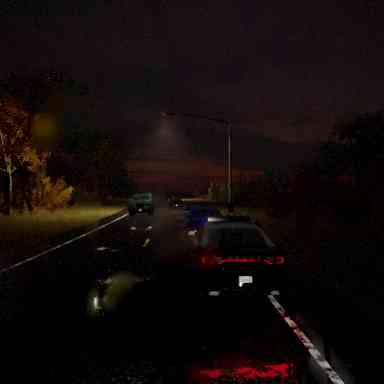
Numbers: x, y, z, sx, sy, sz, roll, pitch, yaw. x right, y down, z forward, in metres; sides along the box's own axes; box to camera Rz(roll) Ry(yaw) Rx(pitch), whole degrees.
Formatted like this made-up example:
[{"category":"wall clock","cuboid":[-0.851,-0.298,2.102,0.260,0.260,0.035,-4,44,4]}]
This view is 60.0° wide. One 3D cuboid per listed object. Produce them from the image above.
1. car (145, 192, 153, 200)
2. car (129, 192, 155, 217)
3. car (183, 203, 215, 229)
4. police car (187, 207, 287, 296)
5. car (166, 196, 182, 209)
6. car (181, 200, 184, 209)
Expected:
[{"category":"car","cuboid":[-11.875,1.150,91.579,2.150,2.045,5.566,0,0,-8]},{"category":"car","cuboid":[-4.649,1.209,31.467,2.150,2.045,5.566,0,0,-4]},{"category":"car","cuboid":[0.640,1.472,18.714,1.882,1.535,5.008,0,0,-2]},{"category":"police car","cuboid":[0.947,1.423,8.773,1.930,1.638,5.238,0,0,-1]},{"category":"car","cuboid":[-2.204,1.482,45.618,1.837,1.490,4.892,0,0,-5]},{"category":"car","cuboid":[0.356,1.513,24.741,1.812,1.442,4.674,0,0,-3]}]
